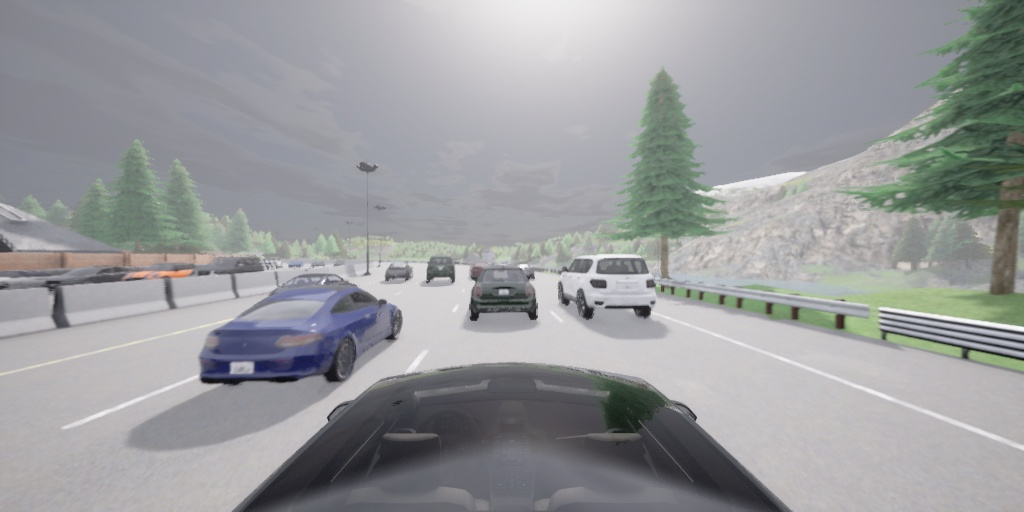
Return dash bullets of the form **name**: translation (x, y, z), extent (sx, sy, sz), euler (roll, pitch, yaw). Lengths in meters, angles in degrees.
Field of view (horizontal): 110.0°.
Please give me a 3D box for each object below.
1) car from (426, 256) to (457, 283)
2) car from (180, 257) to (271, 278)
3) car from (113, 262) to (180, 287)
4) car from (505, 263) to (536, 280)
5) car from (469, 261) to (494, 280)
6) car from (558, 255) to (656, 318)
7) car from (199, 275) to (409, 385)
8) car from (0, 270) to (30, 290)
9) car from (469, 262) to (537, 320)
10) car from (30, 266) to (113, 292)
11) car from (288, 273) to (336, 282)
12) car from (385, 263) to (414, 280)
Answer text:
- **car**: translation (-5.676, 1.023, 28.964), extent (2.150, 2.045, 5.566), euler (0, 0, -9)
- **car**: translation (-19.402, 1.078, 24.738), extent (2.150, 2.045, 5.566), euler (0, 0, -9)
- **car**: translation (-22.802, 1.219, 23.640), extent (2.097, 1.767, 4.553), euler (0, 0, -9)
- **car**: translation (0.717, 1.341, 32.856), extent (1.994, 1.385, 4.181), euler (0, 0, -10)
- **car**: translation (-2.975, 1.271, 33.680), extent (1.882, 1.535, 5.008), euler (0, 0, -11)
- **car**: translation (3.178, 0.970, 13.077), extent (2.150, 2.045, 5.566), euler (0, 0, -4)
- **car**: translation (-3.591, 1.296, 6.990), extent (1.812, 1.442, 4.674), euler (0, 0, -2)
- **car**: translation (-29.513, 1.495, 21.409), extent (1.895, 1.301, 4.718), euler (0, 0, -8)
- **car**: translation (-0.372, 1.114, 12.966), extent (2.097, 1.767, 4.553), euler (0, 0, -3)
- **car**: translation (-26.164, 1.386, 22.548), extent (1.837, 1.490, 4.892), euler (0, 0, -8)
- **car**: translation (-7.440, 1.358, 13.892), extent (1.994, 1.385, 4.181), euler (0, 0, -4)
- **car**: translation (-9.521, 1.310, 30.505), extent (2.128, 1.511, 4.902), euler (0, 0, -10)
